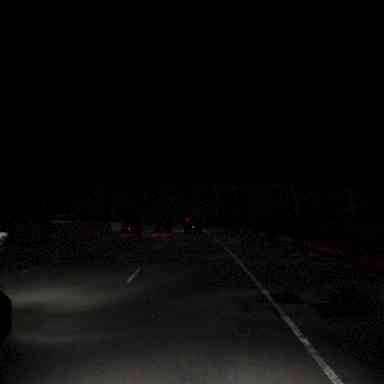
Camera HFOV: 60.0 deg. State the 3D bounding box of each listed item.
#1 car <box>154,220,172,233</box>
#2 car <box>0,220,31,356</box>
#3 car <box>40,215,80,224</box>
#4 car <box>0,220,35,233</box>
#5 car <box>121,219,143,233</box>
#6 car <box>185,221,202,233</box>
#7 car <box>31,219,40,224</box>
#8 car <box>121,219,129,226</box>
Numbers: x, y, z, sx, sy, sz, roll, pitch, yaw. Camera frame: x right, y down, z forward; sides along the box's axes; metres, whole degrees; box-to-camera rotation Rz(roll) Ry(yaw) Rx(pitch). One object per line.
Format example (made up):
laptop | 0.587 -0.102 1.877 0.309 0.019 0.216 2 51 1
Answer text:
car | -3.375 4.061 39.421 1.812 1.442 4.674 0 -5 0
car | -3.398 1.239 1.937 2.150 2.045 5.566 0 -1 0
car | -14.069 3.500 36.420 2.150 2.045 5.566 0 -5 0
car | -21.053 4.134 40.308 1.812 1.442 4.674 0 -5 0
car | -6.877 3.987 38.804 1.837 1.490 4.892 0 -5 0
car | 0.124 4.105 39.483 1.994 1.385 4.181 0 -5 0
car | -17.565 3.843 37.436 1.882 1.535 5.008 0 -5 0
car | -15.570 7.060 77.401 1.882 1.535 5.008 1 -5 -10
